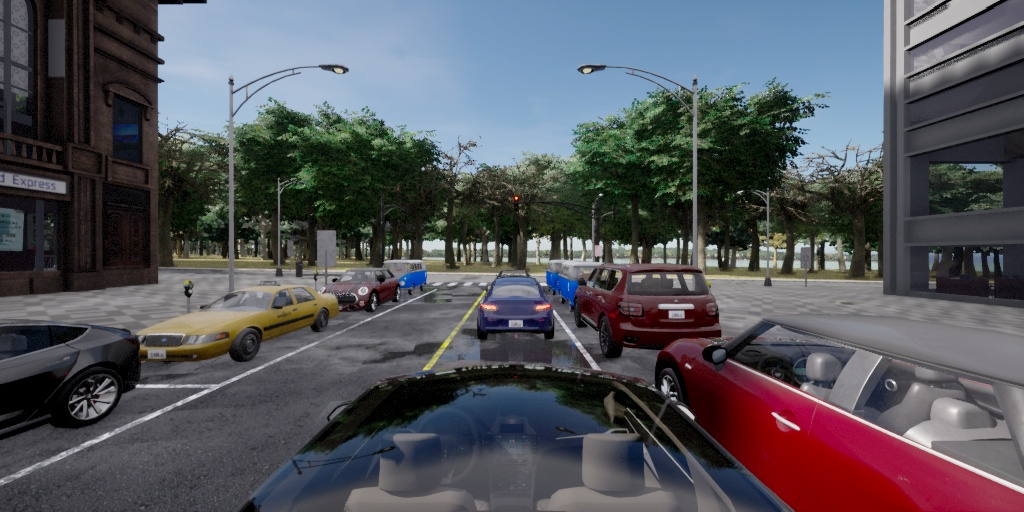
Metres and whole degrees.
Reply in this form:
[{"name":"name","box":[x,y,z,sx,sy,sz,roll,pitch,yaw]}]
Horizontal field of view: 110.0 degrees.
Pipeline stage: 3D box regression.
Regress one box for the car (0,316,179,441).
[{"name":"car","box":[-5.763,1.315,2.961,1.948,1.339,4.313,0,0,0]}]

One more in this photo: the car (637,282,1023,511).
[{"name":"car","box":[2.763,1.190,2.963,1.967,1.591,4.097,0,0,0]}]

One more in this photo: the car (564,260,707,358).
[{"name":"car","box":[2.761,1.065,8.401,2.192,1.841,5.009,0,0,0]}]

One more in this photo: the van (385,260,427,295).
[{"name":"van","box":[-5.766,1.092,19.274,1.690,1.789,3.998,0,0,0]}]

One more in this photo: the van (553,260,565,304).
[{"name":"van","box":[2.760,1.091,13.838,1.690,1.789,3.998,0,0,0]}]

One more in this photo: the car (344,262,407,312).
[{"name":"car","box":[-5.765,1.190,13.836,1.967,1.591,4.097,0,0,0]}]

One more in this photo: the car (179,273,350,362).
[{"name":"car","box":[-5.764,1.275,8.229,1.751,1.417,4.829,0,0,0]}]

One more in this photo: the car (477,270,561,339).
[{"name":"car","box":[0.097,1.276,9.938,1.812,1.442,4.674,0,0,0]}]

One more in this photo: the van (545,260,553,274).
[{"name":"van","box":[2.759,1.092,19.276,1.690,1.789,3.998,0,0,0]}]
